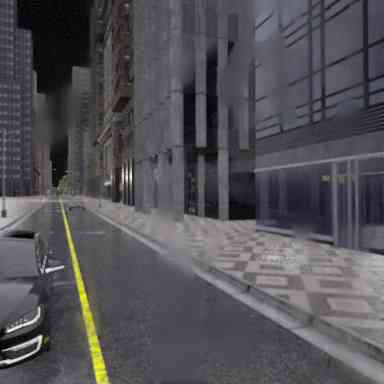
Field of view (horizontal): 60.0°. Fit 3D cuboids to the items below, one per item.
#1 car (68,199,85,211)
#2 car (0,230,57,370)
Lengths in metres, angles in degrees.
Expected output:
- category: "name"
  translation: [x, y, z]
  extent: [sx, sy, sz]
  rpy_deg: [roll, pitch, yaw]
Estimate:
- category: "car"
  translation: [-14.447, 1.555, 41.662]
  extent: [2.033, 1.411, 5.357]
  rpy_deg: [0, 0, -22]
- category: "car"
  translation: [-3.422, 1.507, 5.810]
  extent: [1.837, 1.490, 4.892]
  rpy_deg: [0, 0, -22]
